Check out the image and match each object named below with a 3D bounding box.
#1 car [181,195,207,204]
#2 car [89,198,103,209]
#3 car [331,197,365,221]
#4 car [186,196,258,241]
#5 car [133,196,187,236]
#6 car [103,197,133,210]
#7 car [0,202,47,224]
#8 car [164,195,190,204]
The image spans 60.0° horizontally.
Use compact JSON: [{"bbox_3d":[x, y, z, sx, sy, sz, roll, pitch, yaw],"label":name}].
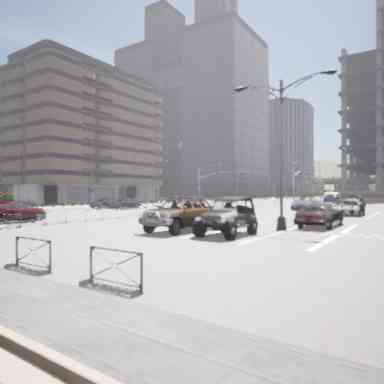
[{"bbox_3d":[0.358,1.254,56.876,2.128,1.511,4.902,0,0,34],"label":"car"},{"bbox_3d":[-11.721,1.517,45.307,1.837,1.490,4.892,0,0,34],"label":"car"},{"bbox_3d":[13.734,1.398,28.858,1.970,1.475,3.806,0,0,34],"label":"car"},{"bbox_3d":[1.717,1.159,15.897,1.905,1.878,3.866,0,0,34],"label":"car"},{"bbox_3d":[-0.652,1.157,17.561,1.932,1.855,4.605,0,0,34],"label":"car"},{"bbox_3d":[-8.800,1.515,43.380,1.837,1.490,4.892,0,0,34],"label":"car"},{"bbox_3d":[-13.131,1.486,24.242,1.882,1.535,5.008,0,0,35],"label":"car"},{"bbox_3d":[-2.550,1.256,58.824,2.128,1.511,4.902,0,0,34],"label":"car"}]
